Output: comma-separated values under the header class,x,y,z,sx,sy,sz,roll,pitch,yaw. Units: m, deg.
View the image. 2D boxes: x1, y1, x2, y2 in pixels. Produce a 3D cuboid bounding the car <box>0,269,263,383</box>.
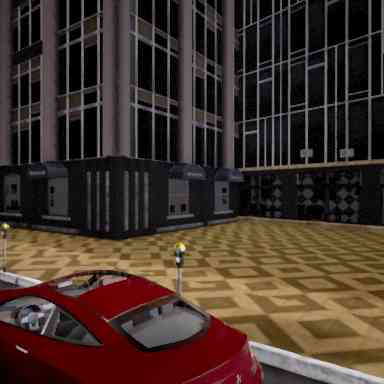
class,x,y,z,sx,sy,sz,roll,pitch,yaw
car,-1.290,1.581,3.793,4.206,1.307,1.802,0,0,35
